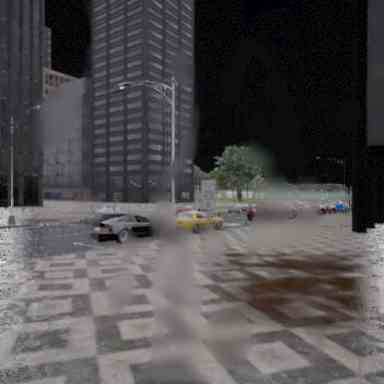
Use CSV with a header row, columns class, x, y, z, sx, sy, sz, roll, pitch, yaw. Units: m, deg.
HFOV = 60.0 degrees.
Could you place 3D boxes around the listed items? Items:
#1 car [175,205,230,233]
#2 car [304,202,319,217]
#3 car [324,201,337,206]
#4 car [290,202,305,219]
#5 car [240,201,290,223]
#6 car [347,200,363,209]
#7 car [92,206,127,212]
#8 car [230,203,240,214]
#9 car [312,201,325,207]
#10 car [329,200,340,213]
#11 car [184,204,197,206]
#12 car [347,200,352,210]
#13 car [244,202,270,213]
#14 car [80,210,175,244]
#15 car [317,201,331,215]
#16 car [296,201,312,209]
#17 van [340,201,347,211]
class,x,y,z,sx,sy,sz,roll,pitch,yaw
car,0.306,1.793,21.398,1.752,1.417,4.829,-1,-1,35
car,13.316,2.215,39.645,1.802,1.307,4.206,-1,-2,36
car,35.860,2.984,85.952,2.008,1.369,4.403,-1,-1,35
car,10.035,2.083,35.045,1.887,1.381,4.507,-1,-2,35
car,6.759,1.760,30.455,2.192,1.841,5.009,-1,-2,35
car,32.970,2.508,67.219,2.192,1.841,5.009,-1,-1,35
car,-6.729,1.789,26.214,2.008,1.369,4.403,-1,-1,35
car,6.374,2.157,44.595,2.008,1.369,4.403,-1,-1,35
car,29.308,2.838,76.761,1.802,1.307,4.206,-1,-1,35
car,19.864,2.263,48.834,1.967,1.590,4.097,-1,-2,35
car,-0.177,1.963,35.405,1.887,1.381,4.507,-1,-1,35
car,26.418,2.561,58.023,2.008,1.369,4.403,-1,-1,35
car,9.650,2.252,49.190,2.008,1.369,4.403,-1,-2,35
car,-3.068,1.744,16.664,1.947,1.339,4.313,-1,-1,35
car,16.588,2.273,44.236,1.887,1.381,4.507,-1,-2,35
car,22.755,2.620,67.571,1.887,1.381,4.507,-1,-1,35
van,23.141,2.258,53.432,1.690,1.788,3.998,-1,-2,35
